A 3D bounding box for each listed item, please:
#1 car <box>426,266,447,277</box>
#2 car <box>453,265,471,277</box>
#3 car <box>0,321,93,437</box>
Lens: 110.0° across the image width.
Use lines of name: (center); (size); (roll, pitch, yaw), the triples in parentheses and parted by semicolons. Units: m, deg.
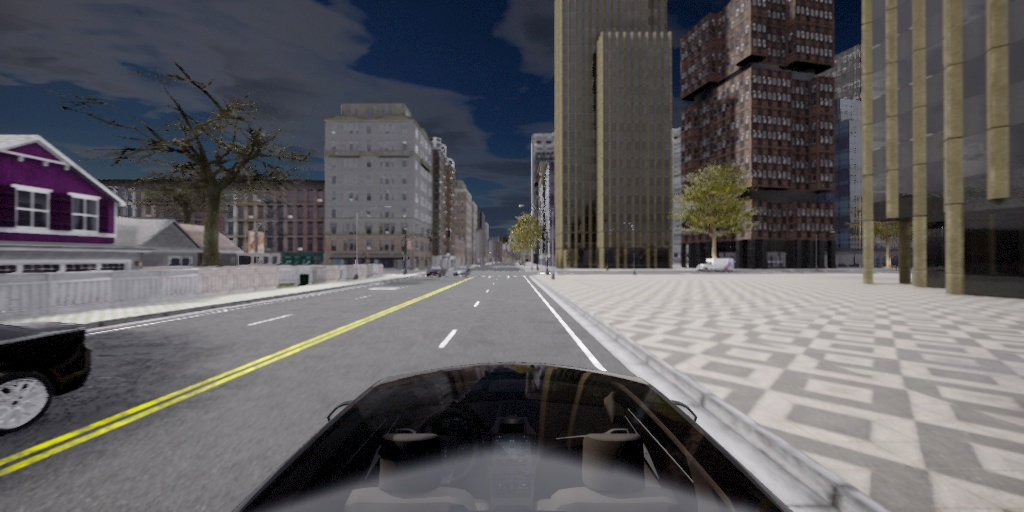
car: (-9.742, 1.997, 46.810); (2.033, 1.411, 5.357); (0, -1, 0)
car: (-6.495, 1.954, 46.812); (2.128, 1.511, 4.902); (0, -1, 0)
car: (-6.599, 1.240, 2.667); (1.882, 1.535, 5.008); (0, -1, 0)
